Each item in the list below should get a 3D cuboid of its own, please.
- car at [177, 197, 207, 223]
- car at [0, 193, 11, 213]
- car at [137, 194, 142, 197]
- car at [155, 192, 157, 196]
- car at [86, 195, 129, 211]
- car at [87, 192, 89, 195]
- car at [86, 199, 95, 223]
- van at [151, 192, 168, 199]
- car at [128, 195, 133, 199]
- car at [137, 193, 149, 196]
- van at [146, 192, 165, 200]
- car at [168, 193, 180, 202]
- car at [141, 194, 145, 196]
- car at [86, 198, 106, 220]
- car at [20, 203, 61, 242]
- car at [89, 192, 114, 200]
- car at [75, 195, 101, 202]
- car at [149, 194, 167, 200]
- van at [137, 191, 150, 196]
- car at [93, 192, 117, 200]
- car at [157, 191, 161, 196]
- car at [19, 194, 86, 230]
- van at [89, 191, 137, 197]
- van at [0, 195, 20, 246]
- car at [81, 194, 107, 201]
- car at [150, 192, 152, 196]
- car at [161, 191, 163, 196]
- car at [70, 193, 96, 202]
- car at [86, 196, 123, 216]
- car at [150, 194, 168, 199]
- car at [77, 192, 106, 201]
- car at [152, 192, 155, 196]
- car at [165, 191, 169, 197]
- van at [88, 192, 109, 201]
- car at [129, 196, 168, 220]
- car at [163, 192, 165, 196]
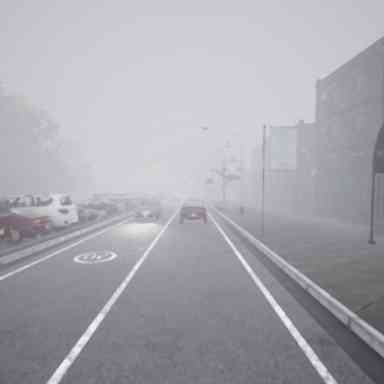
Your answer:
[{"bbox_3d":[0.099,1.363,24.665,1.882,1.535,5.008,0,0,0],"label":"car"},{"bbox_3d":[-21.933,1.081,33.947,5.566,2.045,2.435,0,0,0],"label":"car"},{"bbox_3d":[-8.860,1.353,39.937,4.792,1.488,2.163,0,0,0],"label":"car"},{"bbox_3d":[-8.881,1.173,56.756,4.553,1.767,2.185,0,0,0],"label":"car"},{"bbox_3d":[-9.064,1.332,31.527,5.366,1.575,1.946,0,0,0],"label":"car"},{"bbox_3d":[-21.814,1.289,61.947,5.366,1.575,1.946,0,0,0],"label":"car"},{"bbox_3d":[-8.858,1.370,20.321,4.892,1.521,2.231,0,0,0],"label":"car"},{"bbox_3d":[-9.078,0.979,93.204,4.442,1.987,1.878,0,0,0],"label":"van"},{"bbox_3d":[-8.911,1.361,34.330,4.792,1.488,2.163,0,0,0],"label":"car"},{"bbox_3d":[-8.892,1.315,45.543,5.008,1.535,2.097,0,0,0],"label":"car"},{"bbox_3d":[-9.063,1.036,81.984,4.442,1.987,1.878,0,0,0],"label":"van"},{"bbox_3d":[-3.250,1.322,67.722,1.812,1.442,4.674,0,0,0],"label":"car"},{"bbox_3d":[-8.864,1.349,42.740,4.792,1.488,2.163,0,0,0],"label":"car"},{"bbox_3d":[-8.838,1.387,23.119,4.792,1.488,2.163,0,0,0],"label":"car"},{"bbox_3d":[-8.850,1.395,14.710,5.008,1.535,2.097,0,0,0],"label":"car"},{"bbox_3d":[-22.054,1.013,81.377,5.566,2.045,2.435,0,0,0],"label":"car"},{"bbox_3d":[-21.982,1.310,70.275,4.792,1.488,2.163,0,0,0],"label":"car"},{"bbox_3d":[-8.951,1.280,87.595,4.674,1.452,2.002,0,0,0],"label":"car"},{"bbox_3d":[-8.784,1.085,48.346,4.442,1.987,1.878,0,0,0],"label":"van"},{"bbox_3d":[-22.000,1.003,84.153,5.566,2.045,2.435,0,0,0],"label":"car"},{"bbox_3d":[-8.888,1.043,59.559,5.566,2.045,2.435,0,0,0],"label":"car"},{"bbox_3d":[-8.888,1.130,17.513,5.566,2.045,2.435,0,0,0],"label":"car"},{"bbox_3d":[-8.769,1.101,37.133,4.442,1.987,1.878,0,0,0],"label":"van"},{"bbox_3d":[-8.968,1.182,11.906,4.442,1.987,1.878,0,0,0],"label":"van"},{"bbox_3d":[-22.204,1.269,75.826,5.366,1.575,1.946,0,0,0],"label":"car"},{"bbox_3d":[-8.936,1.181,51.150,4.553,1.767,2.185,0,0,0],"label":"car"},{"bbox_3d":[-8.891,1.039,62.363,5.566,2.045,2.435,0,0,0],"label":"car"},{"bbox_3d":[-22.037,1.158,67.497,4.553,1.767,2.185,0,0,0],"label":"car"},{"bbox_3d":[-8.869,1.340,28.727,5.008,1.535,2.097,0,0,0],"label":"car"},{"bbox_3d":[-8.987,1.255,90.403,4.792,1.488,2.163,0,0,0],"label":"car"},{"bbox_3d":[-22.043,1.025,73.050,5.566,2.045,2.435,0,0,0],"label":"car"},{"bbox_3d":[-8.877,1.177,53.953,4.553,1.767,2.185,0,0,0],"label":"car"},{"bbox_3d":[-8.914,1.015,79.183,5.566,2.045,2.435,0,0,0],"label":"car"},{"bbox_3d":[-22.138,1.042,78.600,4.442,1.987,1.878,0,0,0],"label":"van"},{"bbox_3d":[-3.347,1.370,26.533,2.128,1.511,4.902,0,0,0],"label":"car"},{"bbox_3d":[-8.925,1.279,70.773,4.892,1.521,2.231,0,0,0],"label":"car"}]
